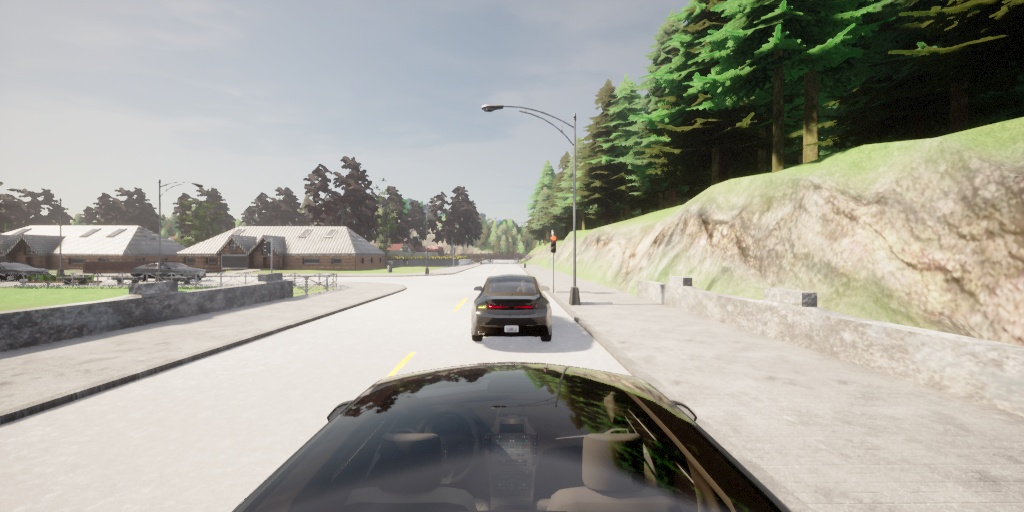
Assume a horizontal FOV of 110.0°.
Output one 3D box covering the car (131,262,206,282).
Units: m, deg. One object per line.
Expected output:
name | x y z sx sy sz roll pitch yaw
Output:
car | -26.813 1.241 28.108 4.902 1.511 2.128 0 0 0

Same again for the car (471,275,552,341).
car | -0.010 1.255 9.813 1.837 1.490 4.892 0 0 0

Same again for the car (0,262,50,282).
car | -39.327 1.228 28.009 5.008 1.535 1.882 0 0 0

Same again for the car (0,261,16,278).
car | -48.134 1.228 32.066 5.008 1.535 1.882 0 0 0
